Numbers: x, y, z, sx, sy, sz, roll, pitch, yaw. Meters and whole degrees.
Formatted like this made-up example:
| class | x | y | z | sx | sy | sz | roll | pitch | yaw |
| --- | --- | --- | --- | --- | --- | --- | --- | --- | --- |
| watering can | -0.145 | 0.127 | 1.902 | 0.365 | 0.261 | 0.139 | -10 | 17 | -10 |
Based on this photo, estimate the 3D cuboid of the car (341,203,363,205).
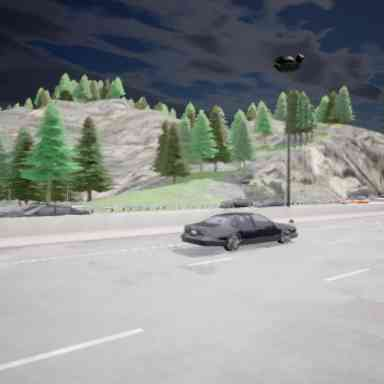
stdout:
| class | x | y | z | sx | sy | sz | roll | pitch | yaw |
| --- | --- | --- | --- | --- | --- | --- | --- | --- | --- |
| car | 22.533 | 1.358 | 45.872 | 4.553 | 1.767 | 2.097 | 0 | 0 | -35 |

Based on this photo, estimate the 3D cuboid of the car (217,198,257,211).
| class | x | y | z | sx | sy | sz | roll | pitch | yaw |
| --- | --- | --- | --- | --- | --- | --- | --- | --- | --- |
| car | 5.785 | 1.504 | 42.523 | 4.902 | 1.511 | 2.128 | 0 | 0 | -35 |

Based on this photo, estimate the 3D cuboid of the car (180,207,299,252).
| class | x | y | z | sx | sy | sz | roll | pitch | yaw |
| --- | --- | --- | --- | --- | --- | --- | --- | --- | --- |
| car | 2.116 | 1.551 | 13.895 | 5.357 | 1.411 | 2.033 | 0 | 0 | -35 |

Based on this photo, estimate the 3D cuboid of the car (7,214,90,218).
| class | x | y | z | sx | sy | sz | roll | pitch | yaw |
| --- | --- | --- | --- | --- | --- | --- | --- | --- | --- |
| car | -8.463 | 1.488 | 19.439 | 5.008 | 1.535 | 1.882 | 0 | 0 | -35 |

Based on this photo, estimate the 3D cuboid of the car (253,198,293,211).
| class | x | y | z | sx | sy | sz | roll | pitch | yaw |
| --- | --- | --- | --- | --- | --- | --- | --- | --- | --- |
| car | 10.110 | 1.501 | 41.313 | 4.902 | 1.511 | 2.128 | 0 | 0 | -35 |
